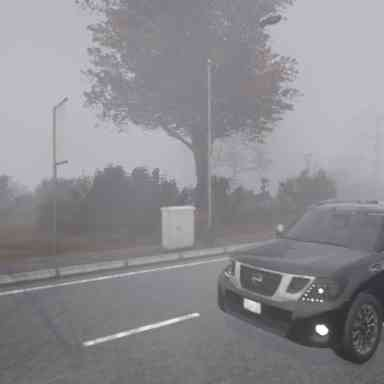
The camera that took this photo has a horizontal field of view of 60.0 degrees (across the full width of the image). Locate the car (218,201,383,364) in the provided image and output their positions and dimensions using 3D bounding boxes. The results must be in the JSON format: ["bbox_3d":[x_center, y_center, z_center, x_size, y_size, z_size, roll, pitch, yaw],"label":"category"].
[{"bbox_3d":[3.068,1.210,6.204,5.566,2.045,2.150,0,0,-36],"label":"car"}]
